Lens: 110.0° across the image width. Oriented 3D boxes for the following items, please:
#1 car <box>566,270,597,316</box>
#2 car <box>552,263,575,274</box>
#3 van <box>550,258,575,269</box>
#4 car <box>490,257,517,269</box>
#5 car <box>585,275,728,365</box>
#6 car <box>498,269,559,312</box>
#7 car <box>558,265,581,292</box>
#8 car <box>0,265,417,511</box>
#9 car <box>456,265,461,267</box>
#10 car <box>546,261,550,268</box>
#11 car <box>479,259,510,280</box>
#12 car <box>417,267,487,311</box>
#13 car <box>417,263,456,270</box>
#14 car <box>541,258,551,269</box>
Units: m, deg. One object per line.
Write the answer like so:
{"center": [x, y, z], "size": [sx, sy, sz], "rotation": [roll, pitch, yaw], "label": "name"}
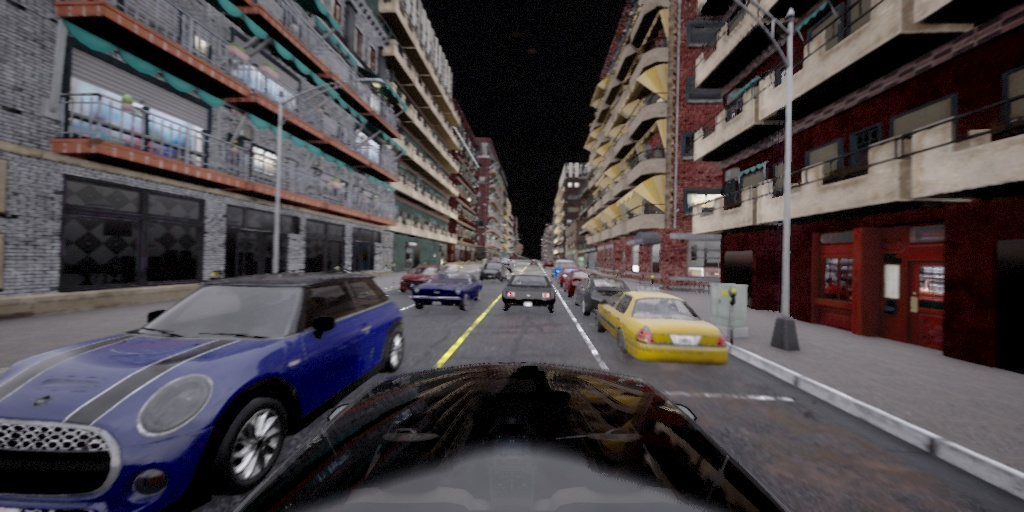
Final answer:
{"center": [3.322, 1.395, 13.488], "size": [2.007, 1.370, 4.403], "rotation": [0, 0, 4], "label": "car"}
{"center": [4.043, 1.420, 24.789], "size": [1.888, 1.381, 4.507], "rotation": [0, 0, 4], "label": "car"}
{"center": [4.402, 1.232, 30.440], "size": [1.690, 1.789, 3.998], "rotation": [0, 0, 4], "label": "van"}
{"center": [-0.794, 1.028, 37.979], "size": [2.033, 1.411, 5.357], "rotation": [1, 0, 4], "label": "car"}
{"center": [2.987, 1.356, 8.233], "size": [1.751, 1.417, 4.829], "rotation": [0, 0, 4], "label": "car"}
{"center": [0.711, 1.380, 14.590], "size": [1.895, 1.301, 4.718], "rotation": [1, 0, 4], "label": "car"}
{"center": [3.683, 1.405, 19.139], "size": [1.888, 1.381, 4.507], "rotation": [0, 0, 4], "label": "car"}
{"center": [-3.032, 1.028, 4.459], "size": [2.097, 1.767, 4.553], "rotation": [1, 0, 4], "label": "car"}
{"center": [-4.329, 1.189, 25.153], "size": [1.751, 1.417, 4.829], "rotation": [0, 0, 4], "label": "car"}
{"center": [4.763, 1.459, 36.091], "size": [2.007, 1.370, 4.403], "rotation": [0, 0, 4], "label": "car"}
{"center": [-1.471, 1.243, 28.775], "size": [1.837, 1.490, 4.892], "rotation": [1, 0, 4], "label": "car"}
{"center": [-2.412, 1.301, 14.362], "size": [1.895, 1.301, 4.718], "rotation": [1, 0, 4], "label": "car"}
{"center": [-4.678, 1.193, 19.672], "size": [1.888, 1.381, 4.507], "rotation": [0, 0, 4], "label": "car"}
{"center": [6.564, 1.317, 64.343], "size": [2.192, 1.841, 5.009], "rotation": [0, 0, 4], "label": "car"}
